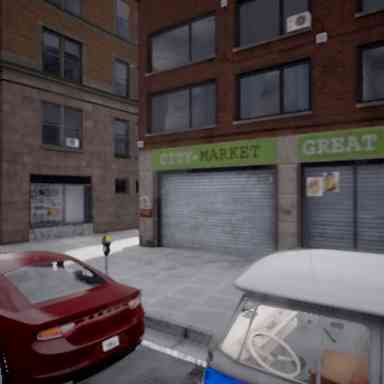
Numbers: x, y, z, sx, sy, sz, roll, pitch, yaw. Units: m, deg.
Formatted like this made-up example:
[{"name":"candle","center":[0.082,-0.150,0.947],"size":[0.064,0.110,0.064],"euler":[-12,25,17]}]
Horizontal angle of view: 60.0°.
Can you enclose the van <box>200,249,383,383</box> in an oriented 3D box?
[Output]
[{"name":"van","center":[1.878,1.337,1.734],"size":[3.998,1.788,1.690],"euler":[0,0,36]}]

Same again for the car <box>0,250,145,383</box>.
[{"name":"car","center":[-2.724,1.575,5.028],"size":[4.507,1.381,1.887],"euler":[0,0,36]}]
